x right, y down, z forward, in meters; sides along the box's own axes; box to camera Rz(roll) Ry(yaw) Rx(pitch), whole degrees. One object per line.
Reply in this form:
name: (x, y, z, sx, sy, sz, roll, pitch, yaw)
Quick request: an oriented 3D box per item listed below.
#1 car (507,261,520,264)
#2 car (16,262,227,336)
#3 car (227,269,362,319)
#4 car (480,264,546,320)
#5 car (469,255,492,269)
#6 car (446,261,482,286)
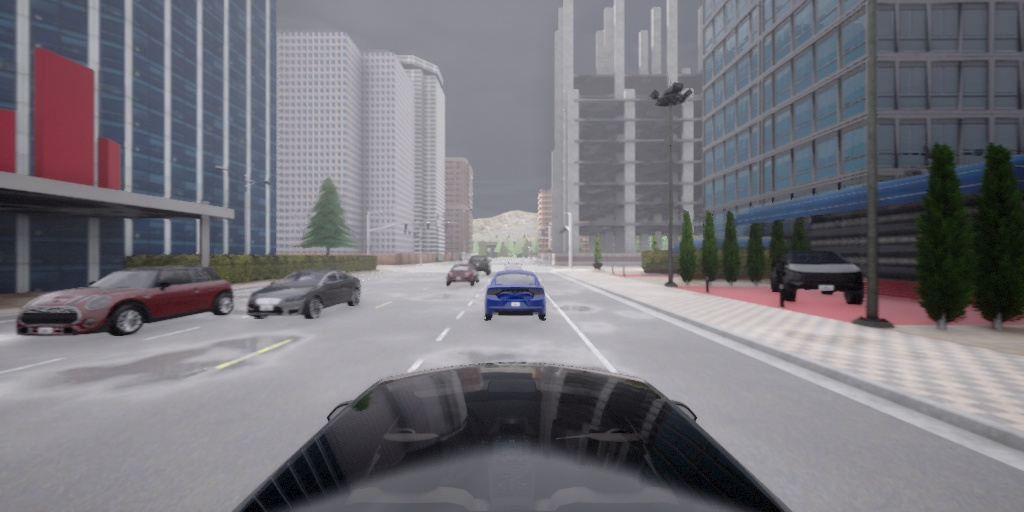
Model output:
car: (0.116, 1.268, 37.828, 1.812, 1.442, 4.674, 0, 0, 0)
car: (-10.586, 1.099, 10.378, 2.097, 1.767, 4.553, 0, 0, 0)
car: (-7.079, 1.239, 12.807, 2.128, 1.511, 4.902, 0, 0, 0)
car: (0.102, 1.225, 12.697, 1.882, 1.535, 5.008, 0, 0, 0)
car: (-3.388, 0.963, 37.946, 2.150, 2.045, 5.566, 0, 0, 0)
car: (-3.385, 1.270, 25.062, 1.812, 1.442, 4.674, 0, 0, 0)
